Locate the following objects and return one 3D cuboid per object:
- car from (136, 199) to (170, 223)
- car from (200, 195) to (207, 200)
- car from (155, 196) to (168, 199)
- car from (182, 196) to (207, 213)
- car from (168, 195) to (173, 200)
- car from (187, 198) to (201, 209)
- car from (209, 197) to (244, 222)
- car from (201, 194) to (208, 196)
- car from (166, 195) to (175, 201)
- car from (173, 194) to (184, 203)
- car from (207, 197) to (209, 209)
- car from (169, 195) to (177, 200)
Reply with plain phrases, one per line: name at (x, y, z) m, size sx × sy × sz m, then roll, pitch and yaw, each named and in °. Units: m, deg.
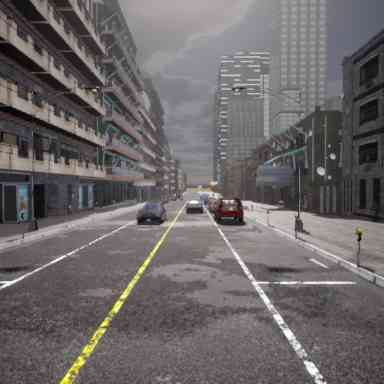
car at (-2.957, 1.533, 25.424) m, size 2.033 × 1.411 × 5.357 m, roll 0°, pitch 0°, yaw 0°
car at (3.201, 1.457, 92.838) m, size 1.887 × 1.381 × 4.507 m, roll -1°, pitch 0°, yaw 0°
car at (-5.400, 1.545, 53.780) m, size 1.802 × 1.307 × 4.206 m, roll -1°, pitch 0°, yaw 0°
car at (0.300, 1.525, 37.163) m, size 2.033 × 1.411 × 5.357 m, roll 0°, pitch 0°, yaw 0°
car at (-5.337, 1.494, 64.940) m, size 1.887 × 1.381 × 4.507 m, roll -1°, pitch 0°, yaw 0°
car at (0.312, 1.570, 46.797) m, size 1.895 × 1.301 × 4.718 m, roll 0°, pitch 0°, yaw 1°
car at (2.785, 1.301, 25.879) m, size 2.192 × 1.841 × 5.009 m, roll -1°, pitch 0°, yaw 0°
car at (3.012, 1.538, 59.358) m, size 1.802 × 1.307 × 4.206 m, roll -1°, pitch 0°, yaw 0°
car at (-5.242, 1.510, 81.681) m, size 1.802 × 1.307 × 4.206 m, roll -1°, pitch 0°, yaw 0°
car at (-2.621, 1.253, 67.124) m, size 1.837 × 1.490 × 4.892 m, roll 0°, pitch 0°, yaw 0°
car at (2.876, 1.503, 37.209) m, size 1.752 × 1.417 × 4.829 m, roll -1°, pitch 0°, yaw 0°
car at (-5.179, 1.463, 92.843) m, size 2.008 × 1.369 × 4.403 m, roll -1°, pitch 0°, yaw 0°
